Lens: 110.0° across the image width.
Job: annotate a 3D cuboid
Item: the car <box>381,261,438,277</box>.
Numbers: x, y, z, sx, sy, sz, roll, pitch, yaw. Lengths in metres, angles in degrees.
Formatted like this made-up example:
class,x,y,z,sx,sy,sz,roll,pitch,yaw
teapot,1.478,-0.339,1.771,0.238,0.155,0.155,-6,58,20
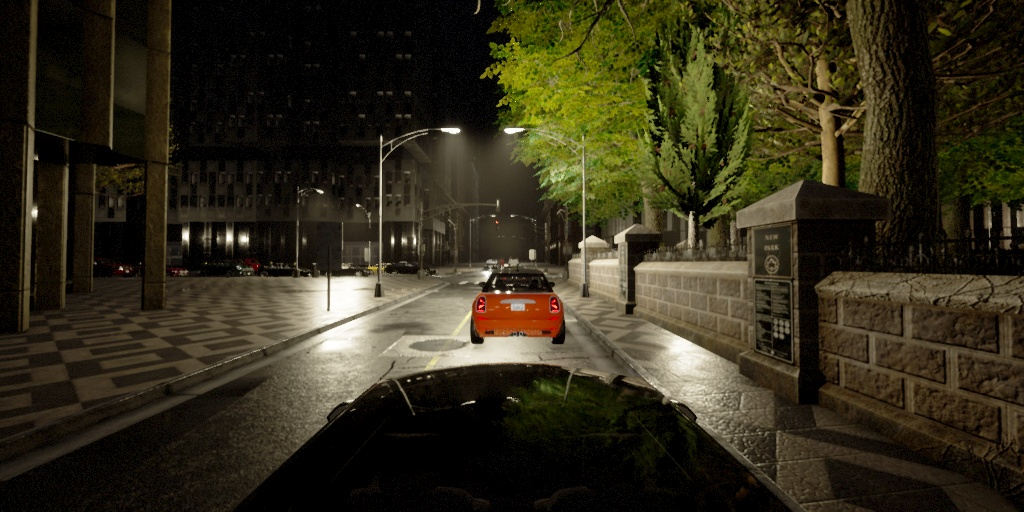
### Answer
class,x,y,z,sx,sy,sz,roll,pitch,yaw
car,-9.576,1.252,34.130,4.902,1.511,2.128,0,-1,1

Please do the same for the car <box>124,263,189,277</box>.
class,x,y,z,sx,sy,sz,roll,pitch,yaw
car,-31.035,1.310,31.676,4.207,1.307,1.802,0,0,1

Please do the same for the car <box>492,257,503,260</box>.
class,x,y,z,sx,sy,sz,roll,pitch,yaw
car,-2.858,1.308,50.787,2.128,1.511,4.902,0,0,0

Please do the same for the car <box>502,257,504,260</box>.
class,x,y,z,sx,sy,sz,roll,pitch,yaw
car,-2.791,1.349,61.162,1.837,1.490,4.892,0,0,1

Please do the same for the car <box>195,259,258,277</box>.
class,x,y,z,sx,sy,sz,roll,pitch,yaw
car,-27.388,1.131,34.322,4.553,1.767,2.097,0,-1,1

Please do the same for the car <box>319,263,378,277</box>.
class,x,y,z,sx,sy,sz,roll,pitch,yaw
car,-14.497,1.257,31.504,4.403,1.370,2.007,0,0,1

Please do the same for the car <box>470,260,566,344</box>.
class,x,y,z,sx,sy,sz,roll,pitch,yaw
car,0.132,1.104,9.722,2.097,1.767,4.553,0,0,0

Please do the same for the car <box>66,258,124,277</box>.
class,x,y,z,sx,sy,sz,roll,pitch,yaw
car,-36.548,1.051,31.733,5.009,1.841,2.192,0,0,1

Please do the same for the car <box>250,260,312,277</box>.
class,x,y,z,sx,sy,sz,roll,pitch,yaw
car,-20.010,1.279,31.561,4.313,1.339,1.948,0,0,1
